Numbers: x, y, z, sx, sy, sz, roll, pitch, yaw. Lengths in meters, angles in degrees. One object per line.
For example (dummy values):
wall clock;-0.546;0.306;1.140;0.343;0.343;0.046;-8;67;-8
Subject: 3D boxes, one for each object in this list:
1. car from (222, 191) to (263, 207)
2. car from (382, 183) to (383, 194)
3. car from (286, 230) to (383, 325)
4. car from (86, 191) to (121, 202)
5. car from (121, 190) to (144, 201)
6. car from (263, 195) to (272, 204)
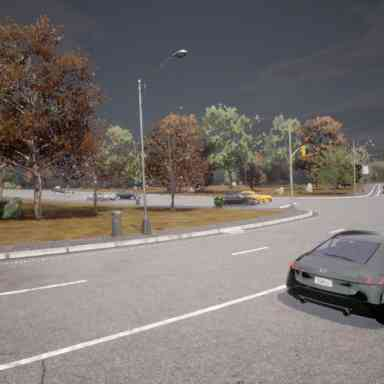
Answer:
car;4.902;0.857;36.399;4.674;1.442;1.812;0;3;33
car;29.723;-0.835;49.634;2.150;2.045;5.566;-1;2;31
car;3.890;1.516;7.069;4.181;1.385;1.994;-1;0;-38
car;-12.985;0.695;47.945;4.718;1.301;1.895;2;4;33
car;-9.401;0.485;49.788;4.892;1.490;1.837;2;4;33
car;6.936;0.640;39.242;5.008;1.535;1.882;0;3;33
